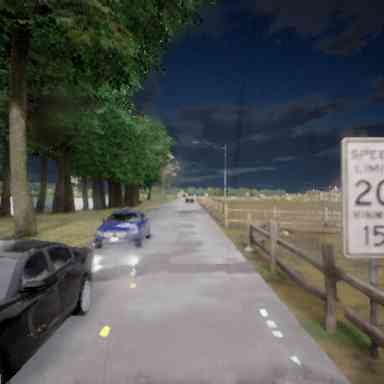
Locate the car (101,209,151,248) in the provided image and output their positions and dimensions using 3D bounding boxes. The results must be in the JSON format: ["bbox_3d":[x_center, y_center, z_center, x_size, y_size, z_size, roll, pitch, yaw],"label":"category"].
[{"bbox_3d":[-2.936,1.539,14.927,1.812,1.442,4.674,0,0,0],"label":"car"}]

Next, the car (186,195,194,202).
[{"bbox_3d":[-0.549,1.596,82.215,1.882,1.535,5.008,0,0,0],"label":"car"}]

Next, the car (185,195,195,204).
[{"bbox_3d":[-0.477,1.693,71.713,1.882,1.535,5.008,0,0,0],"label":"car"}]

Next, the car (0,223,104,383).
[{"bbox_3d":[-2.873,1.485,4.706,1.882,1.535,5.008,0,0,-1],"label":"car"}]
